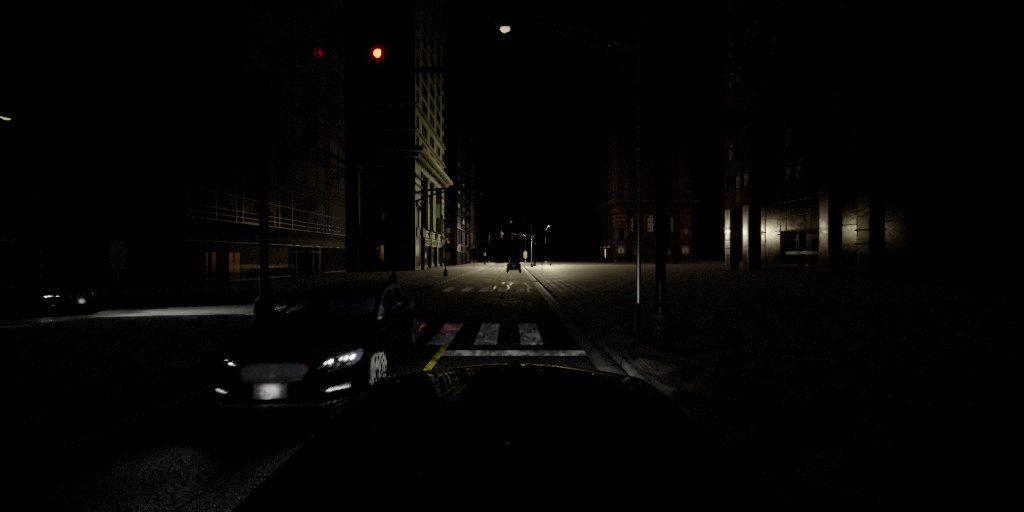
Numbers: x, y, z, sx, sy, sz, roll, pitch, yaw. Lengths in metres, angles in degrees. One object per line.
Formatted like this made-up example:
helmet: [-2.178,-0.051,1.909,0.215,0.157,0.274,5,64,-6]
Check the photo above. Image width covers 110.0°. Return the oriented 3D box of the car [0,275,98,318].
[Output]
car: [-18.947,1.506,13.727,4.902,1.511,2.128,-1,0,0]

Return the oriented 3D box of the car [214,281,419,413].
car: [-2.901,1.241,6.422,2.128,1.511,4.902,1,0,-5]

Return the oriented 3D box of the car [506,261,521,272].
car: [0.230,1.304,46.800,2.033,1.411,5.357,0,0,0]
